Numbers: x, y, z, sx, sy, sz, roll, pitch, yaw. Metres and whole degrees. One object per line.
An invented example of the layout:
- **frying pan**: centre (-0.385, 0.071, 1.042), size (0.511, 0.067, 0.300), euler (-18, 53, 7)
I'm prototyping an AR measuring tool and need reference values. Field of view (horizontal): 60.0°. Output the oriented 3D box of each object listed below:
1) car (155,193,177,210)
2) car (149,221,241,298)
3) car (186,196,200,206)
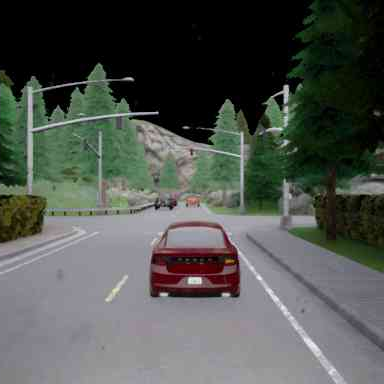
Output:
- **car**: centre (-3.548, 1.221, 43.439), size (2.150, 2.045, 5.566), euler (0, 0, 0)
- **car**: centre (0.074, 1.478, 8.578), size (1.882, 1.535, 5.008), euler (0, 0, 0)
- **car**: centre (0.143, 1.351, 53.670), size (2.097, 1.767, 4.553), euler (0, 0, 0)
